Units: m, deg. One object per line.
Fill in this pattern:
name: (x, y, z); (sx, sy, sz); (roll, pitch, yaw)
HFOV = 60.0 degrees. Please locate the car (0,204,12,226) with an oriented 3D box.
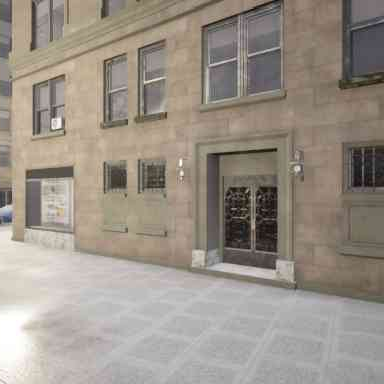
car: (-11.928, 1.512, 23.061); (2.033, 1.411, 5.357); (0, 0, 39)
